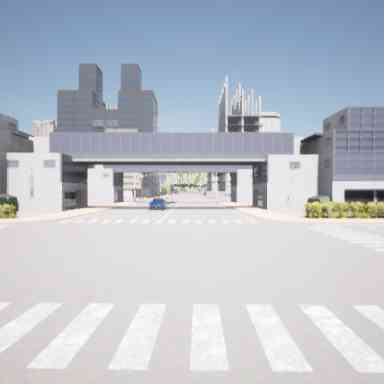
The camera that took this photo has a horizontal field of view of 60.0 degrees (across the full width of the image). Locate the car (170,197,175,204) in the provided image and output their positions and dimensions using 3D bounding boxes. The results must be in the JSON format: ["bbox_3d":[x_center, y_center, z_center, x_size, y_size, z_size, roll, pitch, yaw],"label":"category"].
[{"bbox_3d":[-4.297,1.630,63.348,1.895,1.301,4.718,0,0,0],"label":"car"}]

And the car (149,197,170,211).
[{"bbox_3d":[-4.250,1.503,41.931,1.882,1.535,5.008,0,0,0],"label":"car"}]
